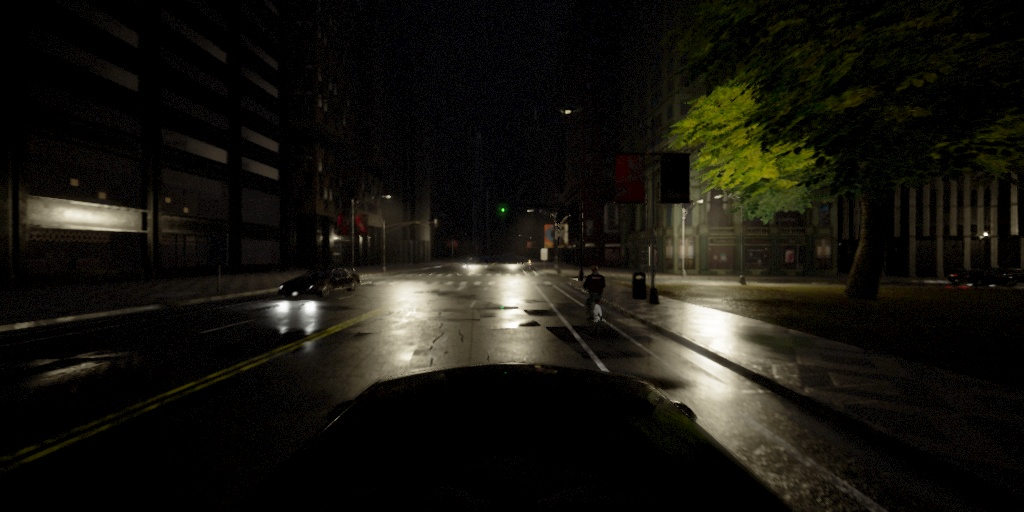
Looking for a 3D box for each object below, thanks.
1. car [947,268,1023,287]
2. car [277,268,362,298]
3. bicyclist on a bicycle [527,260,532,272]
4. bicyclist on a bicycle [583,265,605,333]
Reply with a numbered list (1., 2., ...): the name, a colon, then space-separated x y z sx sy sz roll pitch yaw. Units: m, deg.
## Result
1. car: 42.744 2.039 32.609 4.902 1.511 2.128 1 0 -2
2. car: -9.805 1.325 18.867 2.033 1.411 5.357 0 0 1
3. bicyclist on a bicycle: 2.260 1.262 46.051 0.866 1.612 1.509 0 0 0
4. bicyclist on a bicycle: 2.252 1.132 9.973 0.659 1.776 1.843 0 0 0
